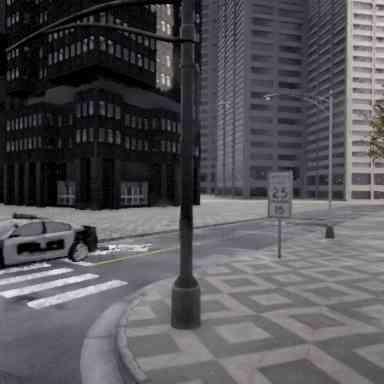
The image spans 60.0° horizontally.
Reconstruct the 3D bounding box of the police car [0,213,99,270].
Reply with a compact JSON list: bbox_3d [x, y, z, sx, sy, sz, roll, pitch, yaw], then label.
[{"bbox_3d":[-5.345,1.488,10.275,1.930,1.638,5.238,0,-1,36],"label":"police car"}]
